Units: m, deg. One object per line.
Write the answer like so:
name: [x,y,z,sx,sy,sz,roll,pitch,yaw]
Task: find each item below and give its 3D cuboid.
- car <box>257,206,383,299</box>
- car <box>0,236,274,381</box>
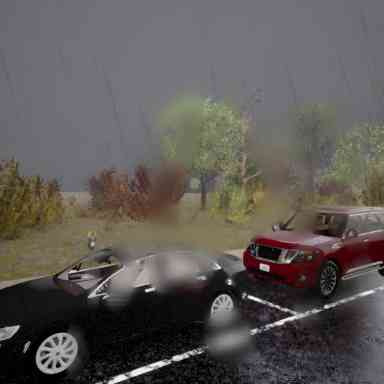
car: [3.622,1.317,8.656,5.009,1.841,2.192,0,1,-35]
car: [-0.987,1.551,5.382,4.403,1.369,2.008,0,1,-35]
